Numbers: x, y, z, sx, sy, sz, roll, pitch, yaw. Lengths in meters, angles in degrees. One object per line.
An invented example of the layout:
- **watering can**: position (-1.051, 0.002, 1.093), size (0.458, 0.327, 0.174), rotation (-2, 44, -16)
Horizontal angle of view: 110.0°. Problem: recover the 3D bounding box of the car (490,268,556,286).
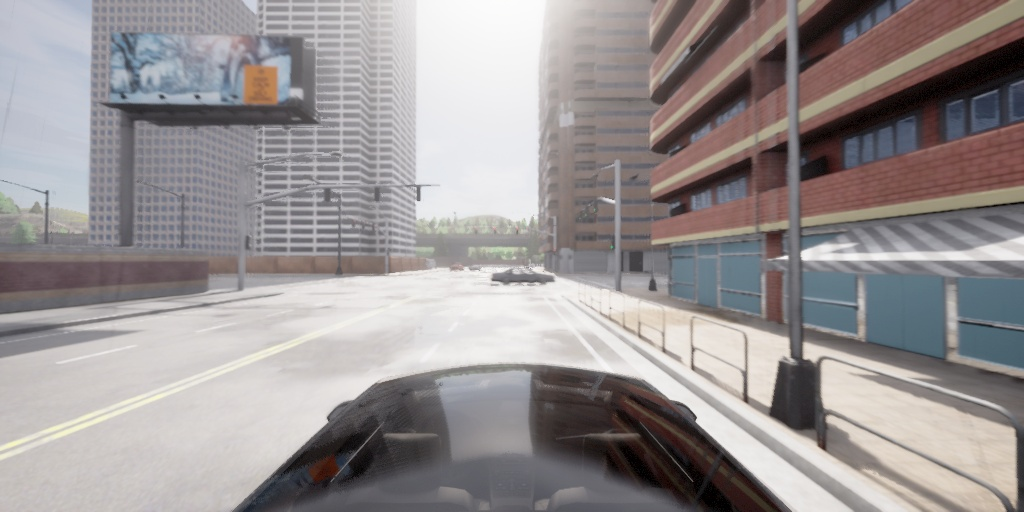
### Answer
- **car**: position (0.860, 1.674, 29.296), size (5.357, 1.411, 2.033), rotation (0, -1, 0)
